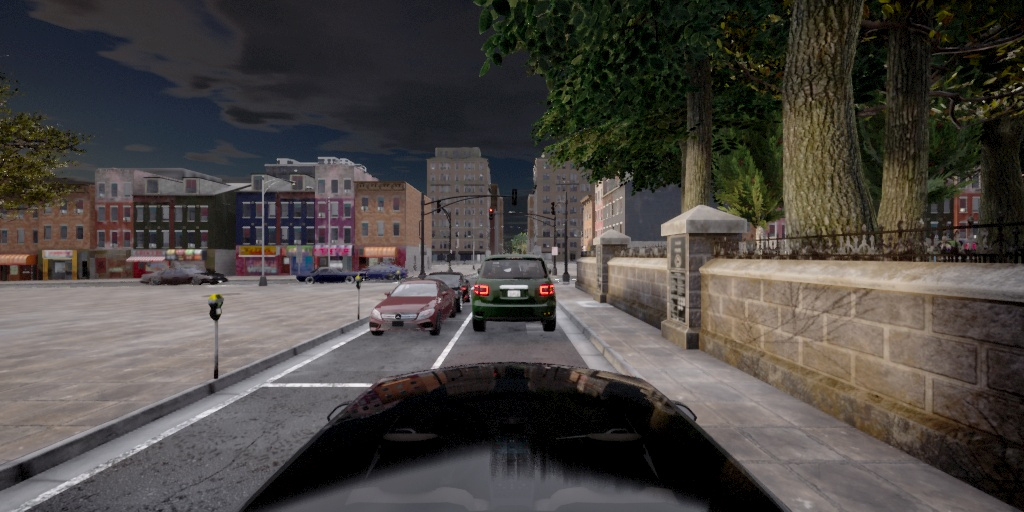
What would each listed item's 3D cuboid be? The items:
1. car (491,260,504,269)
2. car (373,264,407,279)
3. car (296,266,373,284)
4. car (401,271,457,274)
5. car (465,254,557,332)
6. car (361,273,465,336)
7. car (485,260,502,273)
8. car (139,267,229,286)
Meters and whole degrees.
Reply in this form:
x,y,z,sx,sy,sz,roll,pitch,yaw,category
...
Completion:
x,y,z,sx,sy,sz,roll,pitch,yaw,category
-2.290,1.301,57.156,1.994,1.385,4.181,0,0,0,car
-11.014,1.376,29.738,4.674,1.442,1.812,-1,1,-2,car
-13.358,1.478,26.942,4.718,1.301,1.895,-1,0,0,car
-2.638,1.315,14.041,1.948,1.339,4.313,0,0,0,car
0.076,0.971,11.058,2.150,2.045,5.566,0,0,1,car
-2.638,1.331,10.379,1.802,1.307,4.207,0,0,0,car
-2.288,1.265,44.720,1.812,1.442,4.674,0,0,0,car
-24.561,1.567,26.905,5.357,1.411,2.033,-1,0,0,car
